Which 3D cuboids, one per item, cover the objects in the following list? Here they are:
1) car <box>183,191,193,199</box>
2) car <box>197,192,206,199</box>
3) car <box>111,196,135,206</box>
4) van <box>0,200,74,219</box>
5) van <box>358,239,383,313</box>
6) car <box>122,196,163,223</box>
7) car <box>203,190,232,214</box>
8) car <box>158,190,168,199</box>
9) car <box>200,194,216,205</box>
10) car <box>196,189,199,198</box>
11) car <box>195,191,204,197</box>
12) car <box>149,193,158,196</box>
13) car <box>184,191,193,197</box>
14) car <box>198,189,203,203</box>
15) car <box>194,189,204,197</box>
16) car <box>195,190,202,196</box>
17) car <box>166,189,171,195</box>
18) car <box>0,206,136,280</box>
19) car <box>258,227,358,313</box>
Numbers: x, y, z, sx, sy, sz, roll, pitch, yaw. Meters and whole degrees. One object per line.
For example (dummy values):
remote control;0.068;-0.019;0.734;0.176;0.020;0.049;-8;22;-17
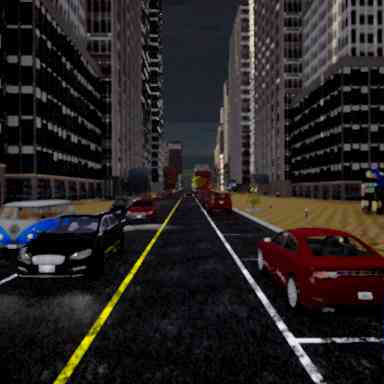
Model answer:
car;-0.771;0.612;71.021;2.128;1.511;4.902;0;1;-1
car;1.951;0.638;68.454;1.752;1.417;4.829;0;1;-1
car;-5.999;1.223;29.422;1.947;1.339;4.313;0;1;-1
van;-5.816;1.209;12.804;1.690;1.788;3.998;0;1;-1
van;2.800;1.301;1.824;1.690;1.788;3.998;0;1;-1
car;-3.321;1.248;23.143;1.812;1.442;4.674;0;1;0
car;2.380;0.925;29.511;2.192;1.841;5.009;0;1;-1
car;-6.426;0.743;68.192;1.802;1.307;4.206;0;1;-1
car;2.198;0.964;46.130;1.947;1.339;4.313;0;1;-1
car;2.136;0.642;51.666;2.192;1.841;5.009;0;1;-1
car;1.831;0.538;79.361;1.947;1.339;4.313;0;1;-1
car;-6.182;1.027;46.038;1.802;1.307;4.206;0;1;-1
car;-0.886;0.382;81.441;2.033;1.411;5.357;0;1;-1
car;2.258;0.784;40.589;2.192;1.841;5.009;0;1;-1
car;1.770;0.216;84.896;2.192;1.841;5.009;0;1;-1
car;1.708;0.269;90.436;1.967;1.590;4.097;0;1;-1
car;-6.549;0.601;79.269;1.802;1.307;4.206;0;1;-1
car;-3.195;1.385;9.710;2.128;1.511;4.902;0;1;-1
car;2.648;1.435;7.363;1.887;1.381;4.507;0;1;-1
